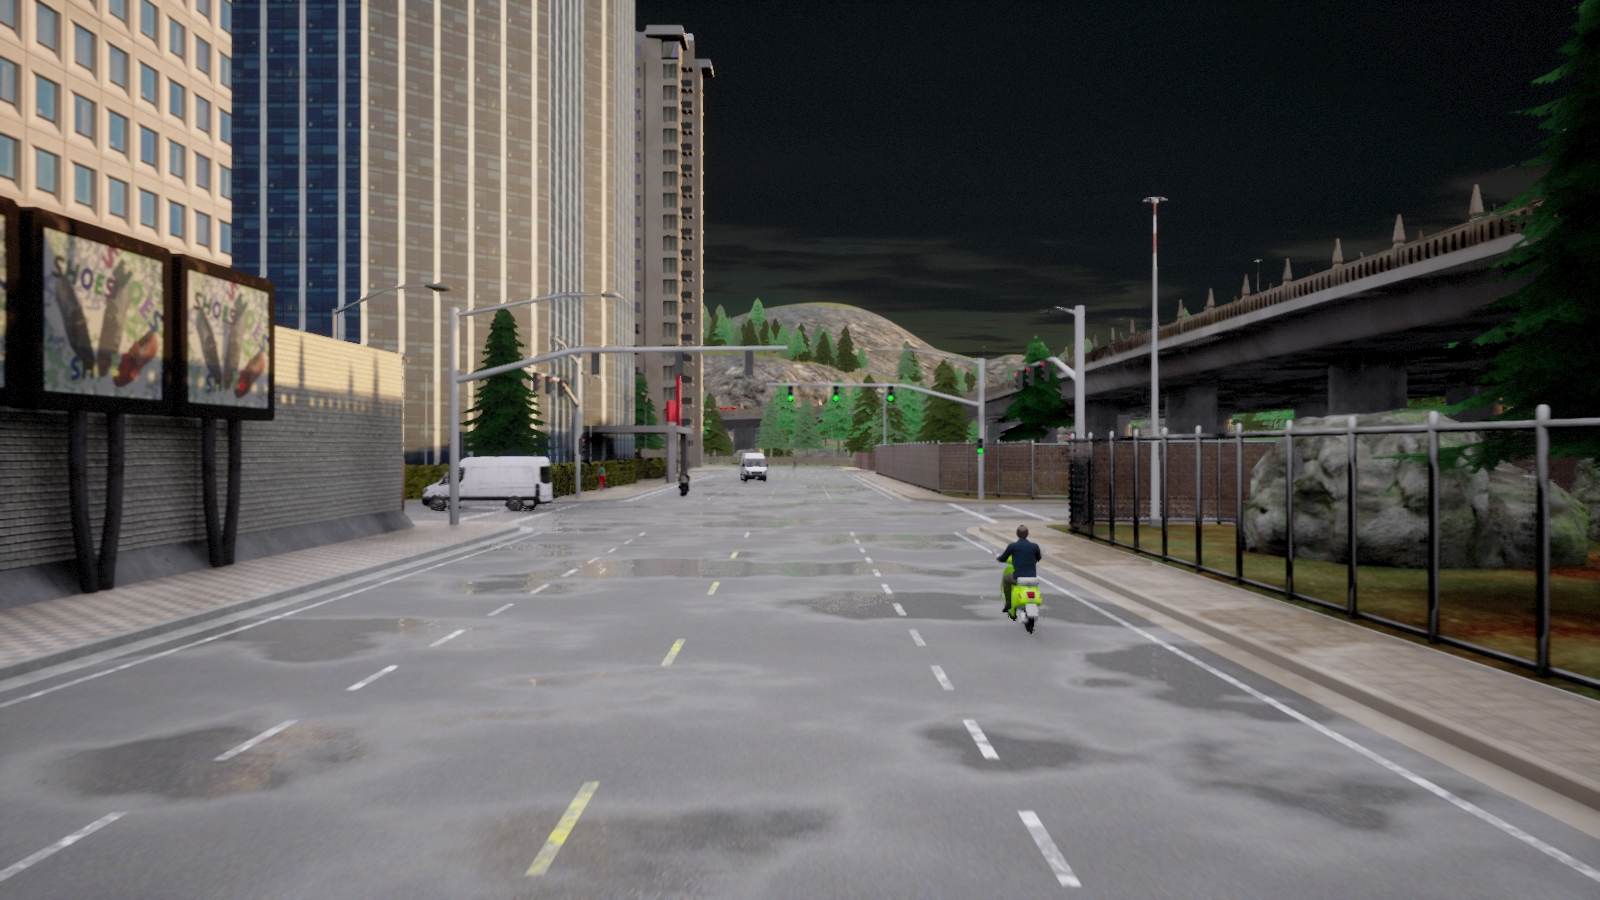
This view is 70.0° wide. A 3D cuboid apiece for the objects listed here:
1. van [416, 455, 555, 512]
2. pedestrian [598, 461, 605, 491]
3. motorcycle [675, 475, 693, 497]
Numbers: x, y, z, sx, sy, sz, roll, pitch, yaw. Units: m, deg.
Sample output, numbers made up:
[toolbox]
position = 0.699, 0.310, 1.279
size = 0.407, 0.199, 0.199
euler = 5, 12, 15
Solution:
[van]
position = -14.641, 1.534, 53.329
size = 5.915, 2.561, 1.988
euler = 0, 0, 6
[pedestrian]
position = -12.575, 1.639, 72.520
size = 0.375, 1.860, 0.375
euler = 0, 0, 2
[motorcycle]
position = -6.997, 2.148, 69.215
size = 0.867, 1.251, 2.209
euler = 0, 0, 0
